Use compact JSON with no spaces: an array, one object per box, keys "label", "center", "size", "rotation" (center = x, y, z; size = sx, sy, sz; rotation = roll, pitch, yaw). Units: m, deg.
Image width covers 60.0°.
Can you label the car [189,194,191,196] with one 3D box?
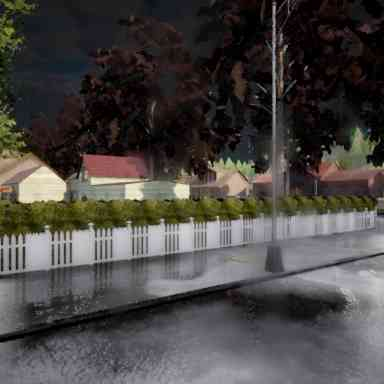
[{"label":"car","center":[-2.191,1.210,57.455],"size":[2.150,2.045,5.566],"rotation":[0,0,-35]}]

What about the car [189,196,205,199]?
[{"label":"car","center":[1.950,1.554,44.528],"size":[1.994,1.385,4.181],"rotation":[0,0,-36]}]
